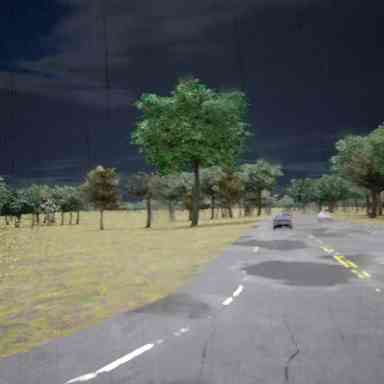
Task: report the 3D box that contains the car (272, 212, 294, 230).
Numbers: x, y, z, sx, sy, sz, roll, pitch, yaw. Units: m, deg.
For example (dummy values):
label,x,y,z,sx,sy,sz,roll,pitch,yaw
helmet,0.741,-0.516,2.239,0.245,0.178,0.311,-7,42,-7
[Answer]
label,x,y,z,sx,sy,sz,roll,pitch,yaw
car,8.999,2.977,32.970,2.033,1.411,5.357,-2,-3,14

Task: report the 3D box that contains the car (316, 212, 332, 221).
label,x,y,z,sx,sy,sz,roll,pitch,yaw
car,21.097,3.846,53.101,1.812,1.442,4.674,-2,-3,14
